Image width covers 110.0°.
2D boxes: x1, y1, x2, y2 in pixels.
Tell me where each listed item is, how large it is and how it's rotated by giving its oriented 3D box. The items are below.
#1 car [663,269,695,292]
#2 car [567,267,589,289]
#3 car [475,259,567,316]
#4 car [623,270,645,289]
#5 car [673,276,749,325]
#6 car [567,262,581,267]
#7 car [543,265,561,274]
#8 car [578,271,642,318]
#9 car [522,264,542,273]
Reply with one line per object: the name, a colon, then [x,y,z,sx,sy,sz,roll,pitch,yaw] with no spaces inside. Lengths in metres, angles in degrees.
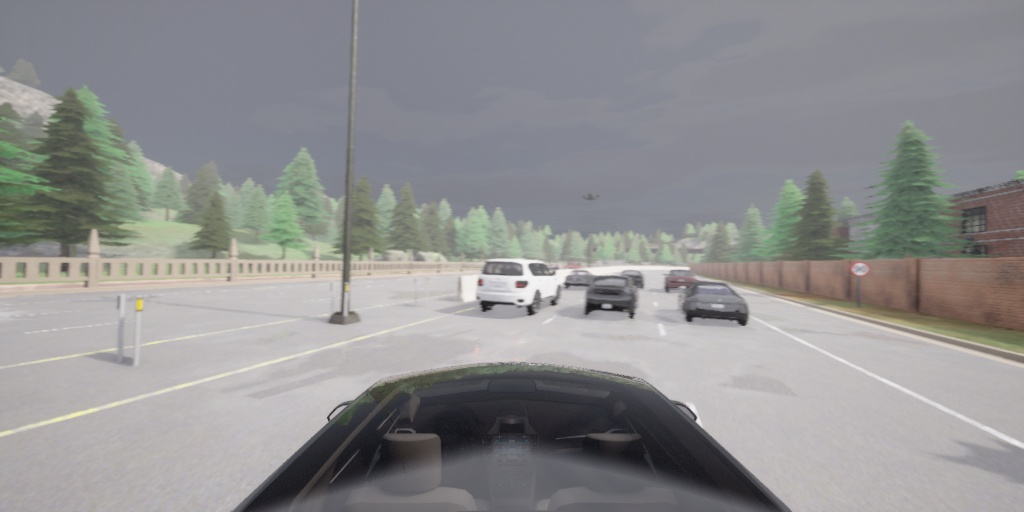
car: [12.658,1.777,27.156,2.097,1.767,4.553,1,-1,22]
car: [5.357,1.782,27.752,2.033,1.411,5.357,1,-1,22]
car: [0.464,1.156,14.842,2.150,2.045,5.566,1,-1,21]
car: [9.864,1.859,29.611,1.882,1.535,5.008,1,0,22]
car: [7.562,1.678,13.811,1.994,1.385,4.181,1,-1,21]
car: [10.029,1.995,59.393,2.150,2.045,5.566,1,-1,22]
car: [6.791,2.267,60.745,1.994,1.385,4.181,1,-1,22]
car: [4.171,1.539,14.743,1.837,1.490,4.892,1,0,21]
car: [3.507,2.107,61.939,1.882,1.535,5.008,1,-1,22]
